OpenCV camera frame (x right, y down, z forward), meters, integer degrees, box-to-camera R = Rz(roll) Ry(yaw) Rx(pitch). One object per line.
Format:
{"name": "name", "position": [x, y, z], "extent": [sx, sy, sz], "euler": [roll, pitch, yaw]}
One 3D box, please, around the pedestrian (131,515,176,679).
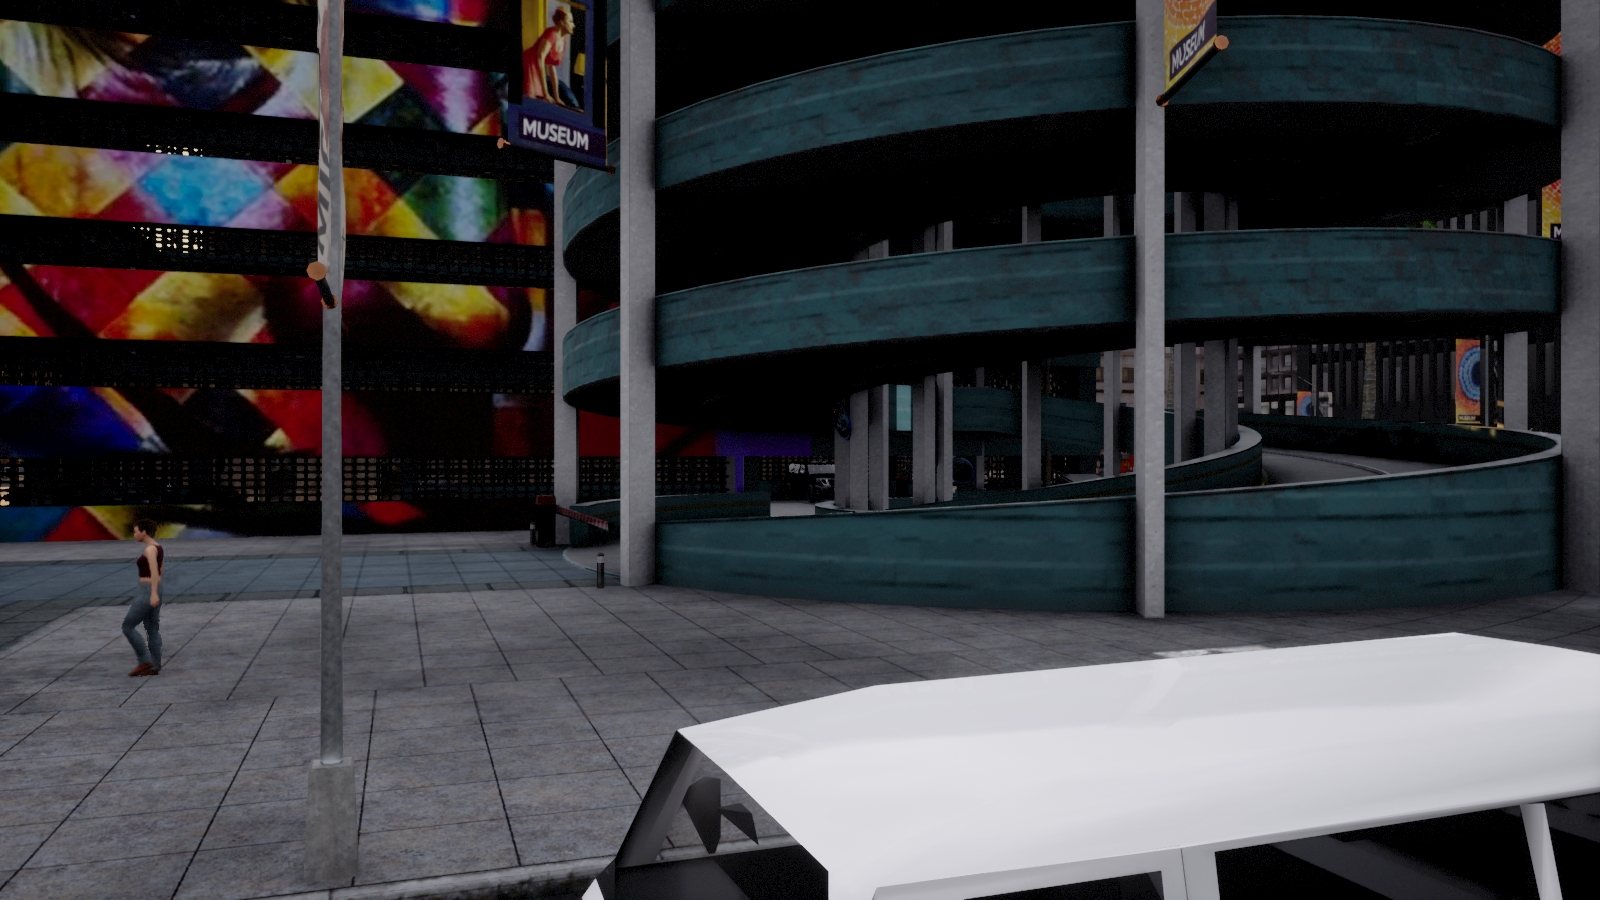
{"name": "pedestrian", "position": [-7.531, 1.696, 13.321], "extent": [0.375, 1.860, 0.375], "euler": [0, 0, -16]}

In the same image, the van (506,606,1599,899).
{"name": "van", "position": [1.425, 1.783, 3.850], "extent": [4.480, 2.038, 2.069], "euler": [0, 0, -21]}
